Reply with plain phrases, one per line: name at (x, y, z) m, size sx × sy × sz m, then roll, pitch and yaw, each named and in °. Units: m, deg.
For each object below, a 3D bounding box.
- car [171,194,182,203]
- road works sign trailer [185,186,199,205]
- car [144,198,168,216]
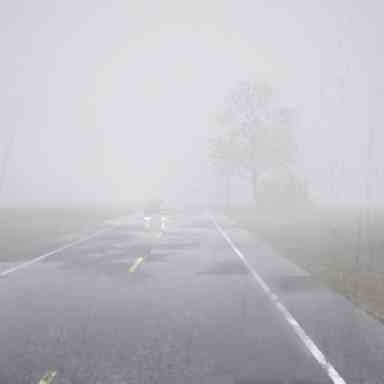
car at (-3.490, 1.418, 74.420) m, size 2.150 × 2.045 × 5.566 m, roll 0°, pitch 0°, yaw 0°
road works sign trailer at (0.009, 0.681, 65.543) m, size 2.380 × 3.560 × 2.880 m, roll 0°, pitch 0°, yaw 0°
car at (-3.587, 1.453, 33.814) m, size 2.097 × 1.767 × 4.553 m, roll 0°, pitch 0°, yaw 0°
